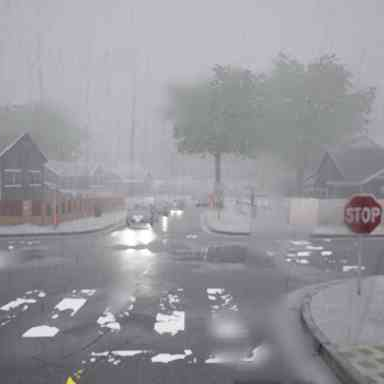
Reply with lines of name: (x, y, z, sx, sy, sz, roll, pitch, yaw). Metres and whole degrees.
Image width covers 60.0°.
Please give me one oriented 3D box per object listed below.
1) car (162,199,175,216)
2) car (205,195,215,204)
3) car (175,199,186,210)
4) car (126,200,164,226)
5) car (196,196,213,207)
car: (-3.257, 1.657, 34.354, 1.837, 1.490, 4.892, 0, 0, 3)
car: (3.795, 1.550, 66.274, 2.150, 2.045, 5.566, 1, 0, 13)
car: (-2.071, 1.723, 48.147, 2.128, 1.511, 4.902, 0, 0, 7)
car: (-3.518, 1.594, 24.116, 2.128, 1.511, 4.902, 0, 0, 0)
car: (1.923, 1.855, 56.507, 1.994, 1.385, 4.181, 0, 0, 10)
